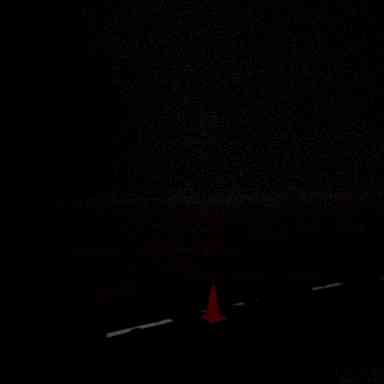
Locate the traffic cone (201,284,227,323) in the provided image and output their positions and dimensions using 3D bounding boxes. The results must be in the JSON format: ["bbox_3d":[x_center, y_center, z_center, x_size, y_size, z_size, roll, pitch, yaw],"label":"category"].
[{"bbox_3d":[0.383,1.921,5.851,0.340,0.580,0.340,0,0,-31],"label":"traffic cone"}]

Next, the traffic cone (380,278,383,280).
[{"bbox_3d":[5.009,1.915,8.374,0.340,0.580,0.340,0,0,-26],"label":"traffic cone"}]
